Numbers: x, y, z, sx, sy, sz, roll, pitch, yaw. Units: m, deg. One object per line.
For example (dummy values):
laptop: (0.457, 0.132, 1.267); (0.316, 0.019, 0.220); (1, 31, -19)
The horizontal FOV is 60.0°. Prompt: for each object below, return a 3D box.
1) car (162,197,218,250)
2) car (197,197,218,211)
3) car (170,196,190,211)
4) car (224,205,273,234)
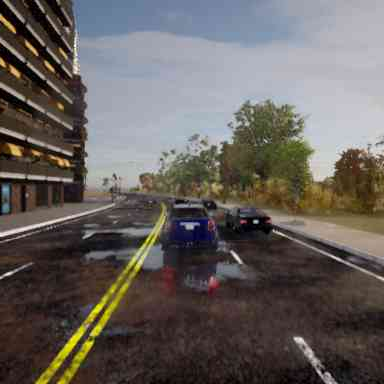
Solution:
car: (-0.140, 1.284, 14.172); (2.097, 1.767, 4.553); (0, 0, -2)
car: (1.732, 1.361, 39.180); (1.994, 1.385, 4.181); (0, 0, -4)
car: (-1.520, 1.296, 39.271); (2.128, 1.511, 4.902); (0, 0, -5)
car: (2.976, 1.450, 18.449); (2.033, 1.411, 5.357); (0, 0, -2)
